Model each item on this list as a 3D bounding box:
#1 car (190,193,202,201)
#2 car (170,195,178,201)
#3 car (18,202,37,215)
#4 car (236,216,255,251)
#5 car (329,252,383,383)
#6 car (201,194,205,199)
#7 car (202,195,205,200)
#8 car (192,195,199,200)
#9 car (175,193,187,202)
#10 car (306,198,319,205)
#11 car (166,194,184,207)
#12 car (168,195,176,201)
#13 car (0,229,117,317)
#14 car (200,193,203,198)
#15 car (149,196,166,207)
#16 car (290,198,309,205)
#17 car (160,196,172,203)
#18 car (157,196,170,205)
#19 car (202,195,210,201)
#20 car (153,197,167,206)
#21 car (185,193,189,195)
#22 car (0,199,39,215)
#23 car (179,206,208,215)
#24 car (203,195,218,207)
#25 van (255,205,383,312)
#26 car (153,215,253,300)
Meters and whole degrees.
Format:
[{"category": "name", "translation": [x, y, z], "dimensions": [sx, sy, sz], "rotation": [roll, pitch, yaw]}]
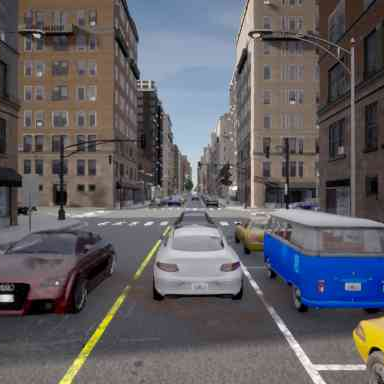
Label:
[{"category": "car", "translation": [0.842, 1.525, 81.827], "dimensions": [1.812, 1.442, 4.674], "rotation": [0, 0, 1]}, {"category": "car", "translation": [-4.898, 1.565, 89.551], "dimensions": [1.947, 1.339, 4.313], "rotation": [1, 0, 1]}, {"category": "car", "translation": [-16.503, 1.443, 29.043], "dimensions": [4.718, 1.301, 1.895], "rotation": [0, -1, 1]}, {"category": "car", "translation": [2.697, 1.528, 13.238], "dimensions": [1.752, 1.417, 4.829], "rotation": [1, 0, 0]}, {"category": "car", "translation": [2.679, 1.526, 1.891], "dimensions": [1.752, 1.417, 4.829], "rotation": [1, 0, 0]}, {"category": "car", "translation": [3.229, 1.555, 61.791], "dimensions": [2.008, 1.369, 4.403], "rotation": [1, 0, 1]}, {"category": "car", "translation": [3.150, 1.549, 56.261], "dimensions": [1.887, 1.381, 4.507], "rotation": [1, 0, 1]}, {"category": "car", "translation": [0.987, 1.538, 91.968], "dimensions": [2.033, 1.411, 5.357], "rotation": [0, 0, 1]}, {"category": "car", "translation": [-2.511, 1.482, 61.835], "dimensions": [1.882, 1.535, 5.008], "rotation": [0, 0, 1]}, {"category": "car", "translation": [15.490, 1.682, 35.482], "dimensions": [5.357, 1.411, 2.033], "rotation": [0, -1, 0]}, {"category": "car", "translation": [-2.674, 1.483, 52.175], "dimensions": [1.882, 1.535, 5.008], "rotation": [0, 0, 1]}, {"category": "car", "translation": [-4.979, 1.526, 83.852], "dimensions": [1.752, 1.417, 4.829], "rotation": [1, 0, 1]}, {"category": "car", "translation": [-3.057, 1.565, 7.466], "dimensions": [1.994, 1.385, 4.181], "rotation": [0, 0, 0]}, {"category": "car", "translation": [3.468, 1.567, 78.382], "dimensions": [1.947, 1.339, 4.313], "rotation": [1, 0, 1]}, {"category": "car", "translation": [-5.454, 1.588, 50.850], "dimensions": [1.802, 1.307, 4.206], "rotation": [1, 0, 1]}, {"category": "car", "translation": [13.618, 1.506, 38.750], "dimensions": [4.553, 1.767, 2.097], "rotation": [0, -1, 1]}, {"category": "car", "translation": [-5.215, 1.549, 67.436], "dimensions": [1.887, 1.381, 4.507], "rotation": [1, 0, 1]}, {"category": "car", "translation": [-5.295, 1.555, 61.907], "dimensions": [2.008, 1.369, 4.403], "rotation": [1, 0, 1]}, {"category": "car", "translation": [3.627, 1.549, 89.442], "dimensions": [2.008, 1.369, 4.403], "rotation": [1, 0, 1]}, {"category": "car", "translation": [-5.375, 1.571, 56.378], "dimensions": [1.947, 1.339, 4.313], "rotation": [1, 0, 1]}, {"category": "car", "translation": [-2.300, 1.359, 71.963], "dimensions": [2.097, 1.767, 4.553], "rotation": [0, 0, 1]}, {"category": "car", "translation": [-18.043, 1.411, 32.311], "dimensions": [5.357, 1.411, 2.033], "rotation": [0, -1, 0]}, {"category": "car", "translation": [0.117, 1.567, 15.777], "dimensions": [1.994, 1.385, 4.181], "rotation": [0, 0, 0]}, {"category": "car", "translation": [3.071, 1.570, 50.731], "dimensions": [1.947, 1.339, 4.313], "rotation": [1, 0, 1]}, {"category": "van", "translation": [2.689, 1.342, 7.395], "dimensions": [1.690, 1.788, 3.998], "rotation": [1, 0, 0]}, {"category": "car", "translation": [0.089, 1.527, 8.248], "dimensions": [1.812, 1.442, 4.674], "rotation": [0, 0, -1]}]
